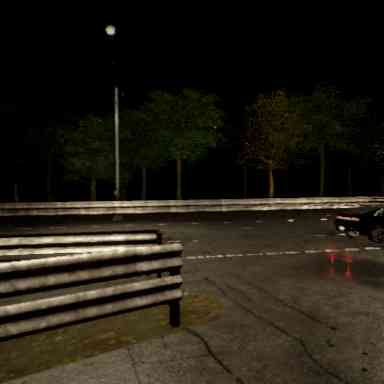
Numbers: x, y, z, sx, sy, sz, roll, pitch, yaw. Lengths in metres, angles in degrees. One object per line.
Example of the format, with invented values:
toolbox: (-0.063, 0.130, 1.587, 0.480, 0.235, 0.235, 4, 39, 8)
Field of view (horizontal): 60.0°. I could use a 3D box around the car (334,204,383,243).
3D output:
car: (8.657, 1.280, 14.425, 4.902, 1.511, 2.128, -1, 1, -11)
